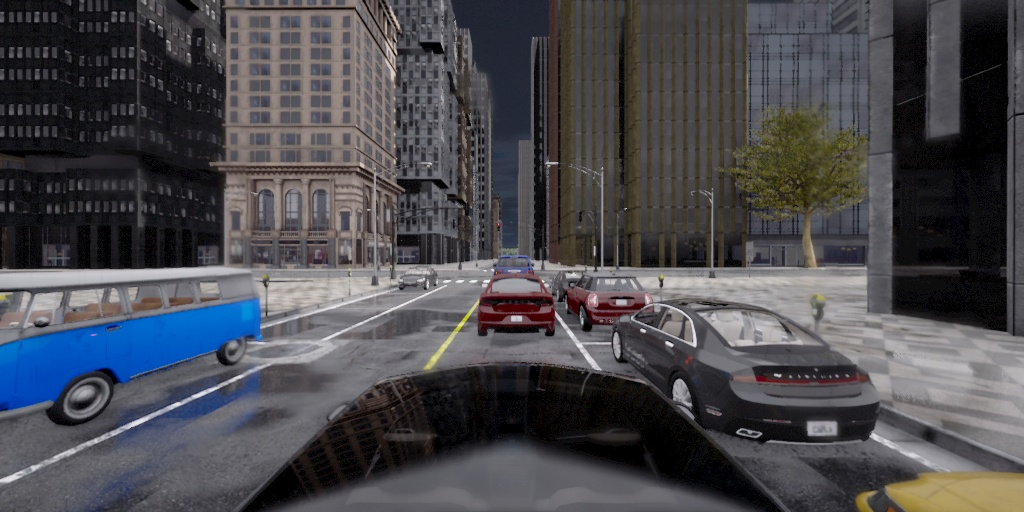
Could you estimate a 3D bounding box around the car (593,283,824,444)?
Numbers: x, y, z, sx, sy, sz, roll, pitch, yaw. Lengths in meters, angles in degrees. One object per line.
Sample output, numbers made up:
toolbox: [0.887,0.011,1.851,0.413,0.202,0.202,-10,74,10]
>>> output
car: [2.769,1.304,5.372,2.007,1.370,4.403,0,0,0]

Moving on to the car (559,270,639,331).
car: [2.777,1.198,11.013,1.967,1.591,4.097,0,0,0]

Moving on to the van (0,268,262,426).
van: [-5.756,1.094,5.382,1.690,1.789,3.998,0,0,0]

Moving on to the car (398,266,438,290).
car: [-5.734,1.317,22.305,2.007,1.370,4.403,0,0,0]

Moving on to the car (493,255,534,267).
car: [0.102,0.987,20.284,2.150,2.045,5.566,0,0,0]

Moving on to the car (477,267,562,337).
car: [0.106,1.235,10.399,1.882,1.535,5.008,0,0,0]
